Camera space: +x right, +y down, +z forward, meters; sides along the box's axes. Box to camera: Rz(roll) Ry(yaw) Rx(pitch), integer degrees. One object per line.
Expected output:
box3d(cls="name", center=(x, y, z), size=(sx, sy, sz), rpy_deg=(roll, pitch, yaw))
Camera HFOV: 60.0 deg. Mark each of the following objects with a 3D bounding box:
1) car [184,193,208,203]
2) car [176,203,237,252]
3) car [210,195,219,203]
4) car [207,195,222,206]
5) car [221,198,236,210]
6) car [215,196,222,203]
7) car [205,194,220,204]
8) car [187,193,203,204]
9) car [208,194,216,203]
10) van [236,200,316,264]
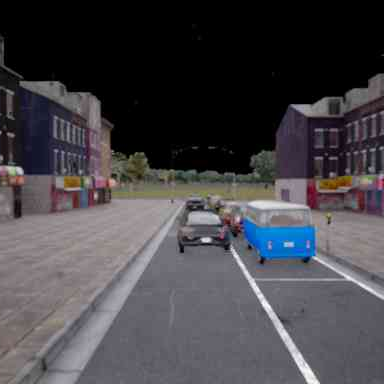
box3d(cls="car", center=(0.331, 1.132, 32.389), size=(1.837, 1.490, 4.892), rpy_deg=(0, 1, 0))
box3d(cls="car", center=(0.357, 1.373, 13.131), size=(1.812, 1.442, 4.674), rpy_deg=(0, 1, -3))
box3d(cls="car", center=(2.820, 1.246, 27.672), size=(1.947, 1.339, 4.313), rpy_deg=(-1, 1, 0))
box3d(cls="car", center=(2.941, 1.073, 44.268), size=(1.802, 1.307, 4.206), rpy_deg=(-1, 1, 0))
box3d(cls="car", center=(2.738, 1.247, 16.607), size=(1.967, 1.590, 4.097), rpy_deg=(-1, 1, 0))
box3d(cls="car", center=(2.781, 1.267, 22.310), size=(1.752, 1.417, 4.829), rpy_deg=(-1, 1, 0))
box3d(cls="car", center=(2.980, 0.979, 49.800), size=(2.008, 1.369, 4.403), rpy_deg=(-1, 1, 0))
box3d(cls="car", center=(0.449, 0.936, 48.250), size=(2.128, 1.511, 4.902), rpy_deg=(0, 0, 0))
box3d(cls="car", center=(2.901, 1.078, 38.905), size=(1.752, 1.417, 4.829), rpy_deg=(-1, 1, 0))
box3d(cls="van", center=(2.695, 1.212, 11.074), size=(1.690, 1.788, 3.998), rpy_deg=(-1, 1, 0))
